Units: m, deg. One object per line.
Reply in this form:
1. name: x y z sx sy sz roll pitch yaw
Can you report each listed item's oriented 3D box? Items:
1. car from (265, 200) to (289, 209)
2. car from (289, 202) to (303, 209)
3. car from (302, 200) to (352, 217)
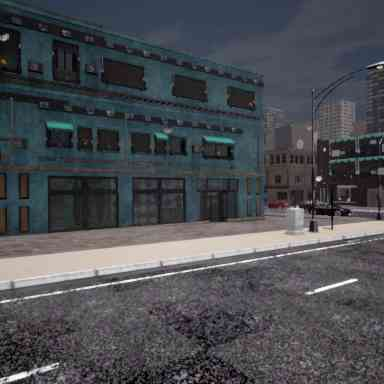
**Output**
1. car: 12.903 1.900 50.161 1.802 1.307 4.206 -2 0 -35
2. car: 16.096 1.806 45.640 2.008 1.369 4.403 -2 0 -35
3. car: 13.966 1.811 33.920 1.947 1.339 4.313 -1 0 -35
